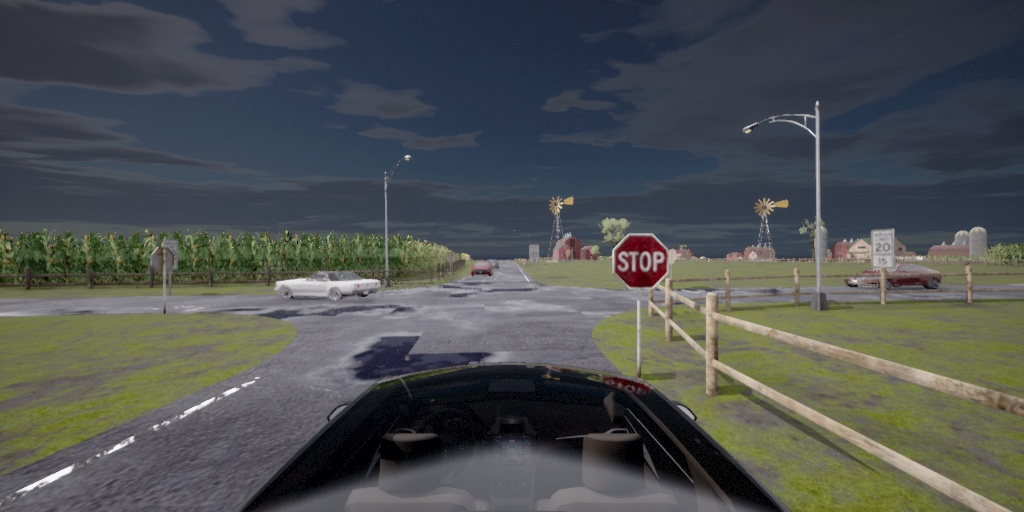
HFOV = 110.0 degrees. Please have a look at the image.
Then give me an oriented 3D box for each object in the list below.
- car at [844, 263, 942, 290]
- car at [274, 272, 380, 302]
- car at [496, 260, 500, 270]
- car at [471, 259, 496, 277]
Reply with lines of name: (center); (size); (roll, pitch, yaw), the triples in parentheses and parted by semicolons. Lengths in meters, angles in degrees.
car: (21.667, 1.147, 20.427); (4.674, 1.442, 1.812); (0, 0, -5)
car: (-8.840, 1.397, 17.095); (4.718, 1.301, 1.895); (0, 0, 17)
car: (-2.944, 1.277, 54.461); (2.128, 1.511, 4.902); (0, 0, 0)
car: (-2.925, 1.234, 35.429); (1.882, 1.535, 5.008); (0, 0, 0)
